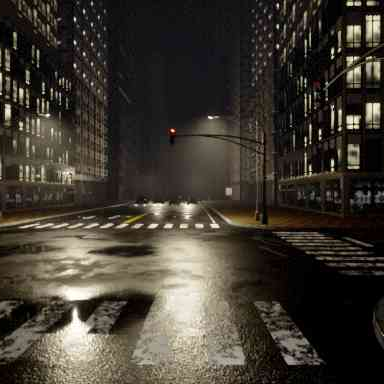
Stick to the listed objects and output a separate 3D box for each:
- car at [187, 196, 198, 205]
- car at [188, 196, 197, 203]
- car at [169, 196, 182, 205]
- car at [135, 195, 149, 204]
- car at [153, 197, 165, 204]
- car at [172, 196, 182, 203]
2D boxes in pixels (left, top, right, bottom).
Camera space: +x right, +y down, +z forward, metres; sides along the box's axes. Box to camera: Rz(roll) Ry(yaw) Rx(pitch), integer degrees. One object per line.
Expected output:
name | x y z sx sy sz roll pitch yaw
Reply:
car | 0.085 1.648 60.179 2.033 1.411 5.357 0 0 0
car | 0.100 1.583 70.627 1.895 1.301 4.718 0 0 0
car | -3.166 1.647 59.766 2.033 1.411 5.357 0 0 0
car | -9.660 1.468 64.391 2.097 1.767 4.553 0 0 0
car | -6.410 1.680 64.356 1.994 1.385 4.181 0 0 0
car | -3.151 1.523 70.185 1.994 1.385 4.181 0 0 0
